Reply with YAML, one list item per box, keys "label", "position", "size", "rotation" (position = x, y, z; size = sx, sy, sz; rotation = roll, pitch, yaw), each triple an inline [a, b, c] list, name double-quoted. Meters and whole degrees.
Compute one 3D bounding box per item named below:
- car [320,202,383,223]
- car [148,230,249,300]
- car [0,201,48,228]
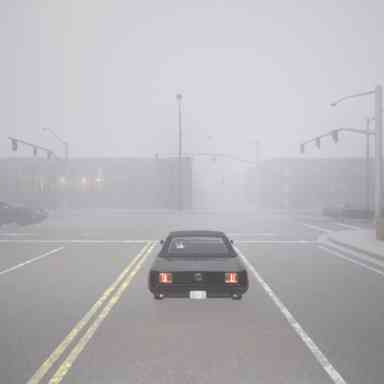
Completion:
- label: "car"
  position: [12.231, 1.491, 25.050]
  size: [4.902, 1.511, 2.128]
  rotation: [0, 0, 0]
- label: "car"
  position: [0.121, 1.601, 8.334]
  size: [1.895, 1.301, 4.718]
  rotation: [0, 0, 0]
- label: "car"
  position: [-13.758, 1.692, 24.751]
  size: [5.566, 2.045, 2.150]
  rotation: [-8, 0, 3]
